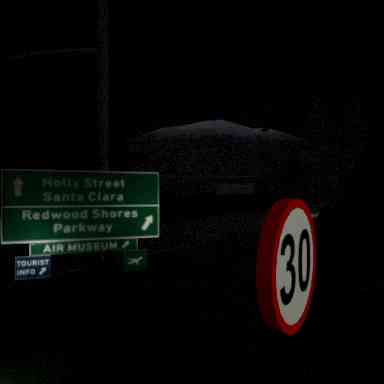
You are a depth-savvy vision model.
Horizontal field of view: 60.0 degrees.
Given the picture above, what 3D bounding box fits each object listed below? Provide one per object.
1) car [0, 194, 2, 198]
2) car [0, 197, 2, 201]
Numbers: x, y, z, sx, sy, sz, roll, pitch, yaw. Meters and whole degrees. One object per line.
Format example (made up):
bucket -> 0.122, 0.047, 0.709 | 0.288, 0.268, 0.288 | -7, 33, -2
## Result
car -> -38.770, 1.489, 69.898 | 4.514, 1.523, 2.007 | 0, 0, 35
car -> -12.447, 1.504, 26.027 | 1.905, 1.878, 3.866 | 0, 0, 35
